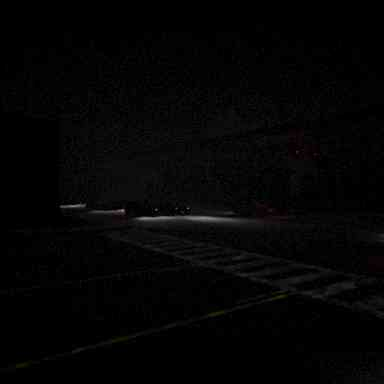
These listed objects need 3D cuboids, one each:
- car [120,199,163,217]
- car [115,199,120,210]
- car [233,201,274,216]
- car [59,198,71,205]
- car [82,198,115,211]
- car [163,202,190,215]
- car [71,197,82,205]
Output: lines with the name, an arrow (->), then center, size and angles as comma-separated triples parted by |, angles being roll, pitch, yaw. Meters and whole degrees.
car -> -5.171, 1.623, 33.527 | 1.837, 1.490, 4.892 | 1, 0, -36
car -> -9.843, 1.710, 46.132 | 1.994, 1.385, 4.181 | 1, 0, -35
car -> 6.439, 1.678, 35.438 | 1.882, 1.535, 5.008 | 1, 0, -33
car -> -24.050, 1.719, 60.140 | 1.895, 1.301, 4.718 | 1, 0, -39
car -> -12.315, 1.596, 43.566 | 1.882, 1.535, 5.008 | 1, -1, -35
car -> -2.196, 1.746, 35.383 | 1.895, 1.301, 4.718 | 1, 0, -35
car -> -21.257, 1.712, 62.239 | 1.994, 1.385, 4.181 | 1, 0, -38
